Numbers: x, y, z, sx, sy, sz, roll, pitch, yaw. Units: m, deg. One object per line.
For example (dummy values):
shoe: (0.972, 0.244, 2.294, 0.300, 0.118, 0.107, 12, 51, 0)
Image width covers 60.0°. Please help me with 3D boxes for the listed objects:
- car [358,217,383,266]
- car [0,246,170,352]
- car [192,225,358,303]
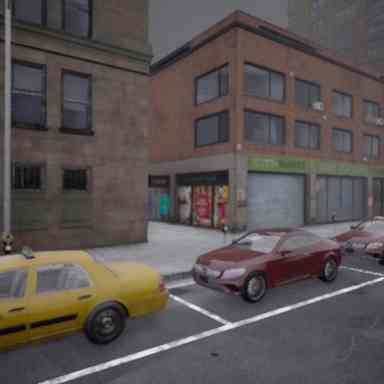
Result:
car: (6.474, 1.518, 11.230, 4.206, 1.307, 1.802, 0, 1, -35)
car: (-2.673, 1.522, 4.843, 4.829, 1.417, 1.752, 0, 1, -35)
car: (1.970, 1.548, 8.086, 4.206, 1.307, 1.802, 0, 1, -35)
